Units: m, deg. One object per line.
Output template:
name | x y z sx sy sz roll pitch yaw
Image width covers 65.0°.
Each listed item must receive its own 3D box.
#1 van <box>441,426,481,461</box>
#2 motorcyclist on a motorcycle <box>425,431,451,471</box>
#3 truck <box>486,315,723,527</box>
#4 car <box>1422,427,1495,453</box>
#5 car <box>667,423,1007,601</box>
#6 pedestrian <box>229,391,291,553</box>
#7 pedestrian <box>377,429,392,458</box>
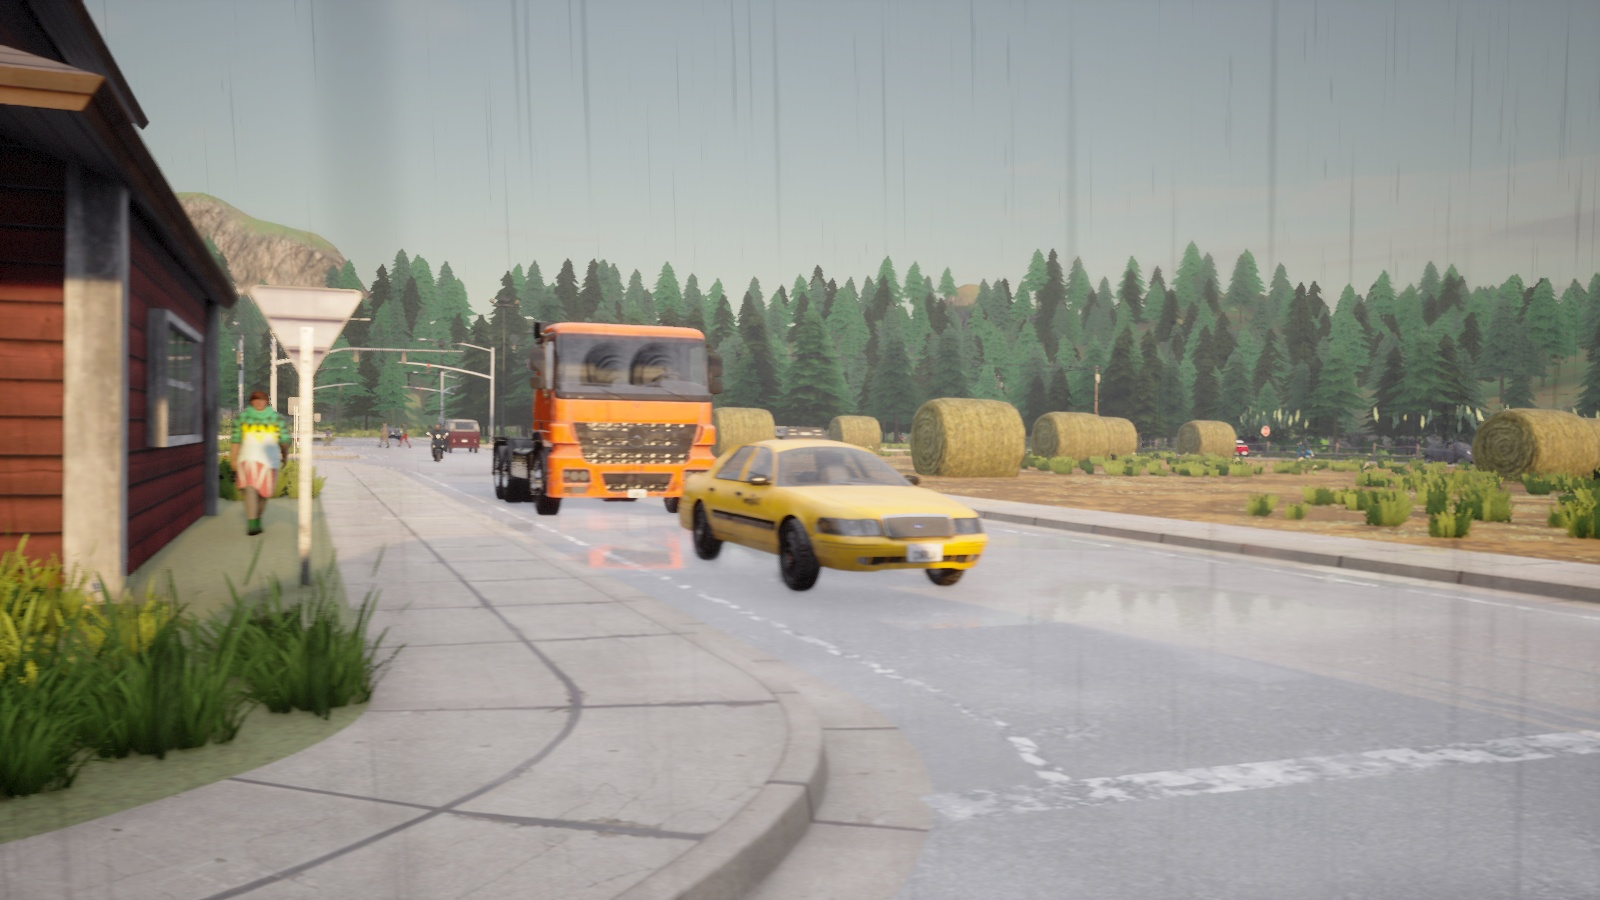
van | -19.995 -0.396 74.038 1.775 1.987 4.442 -1 1 -22
motorcyclist on a motorcycle | -14.961 0.036 51.918 0.866 1.590 1.817 0 1 -22
truck | -4.142 -0.531 24.681 2.891 3.462 7.936 -1 1 -22
car | 39.460 -0.587 75.303 1.845 1.501 3.633 -1 1 -18
car | 0.120 0.514 13.992 1.801 1.575 5.366 -1 1 -22
pedestrian | -6.717 0.262 15.648 0.659 1.952 0.873 -1 1 -21
pedestrian | -27.961 -0.438 84.588 0.873 1.952 0.659 -1 1 -24
